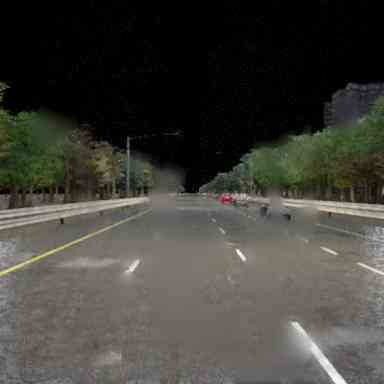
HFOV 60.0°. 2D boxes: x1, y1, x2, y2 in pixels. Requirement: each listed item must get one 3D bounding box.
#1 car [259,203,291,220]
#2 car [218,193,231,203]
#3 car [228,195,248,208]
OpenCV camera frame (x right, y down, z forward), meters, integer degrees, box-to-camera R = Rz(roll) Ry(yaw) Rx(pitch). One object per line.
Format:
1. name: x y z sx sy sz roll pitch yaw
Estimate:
1. car: 6.999 1.578 28.384 1.994 1.385 4.181 0 0 0
2. car: 7.114 1.282 69.073 2.150 2.045 5.566 0 0 0
3. car: 7.036 1.526 49.036 2.128 1.511 4.902 0 0 0
